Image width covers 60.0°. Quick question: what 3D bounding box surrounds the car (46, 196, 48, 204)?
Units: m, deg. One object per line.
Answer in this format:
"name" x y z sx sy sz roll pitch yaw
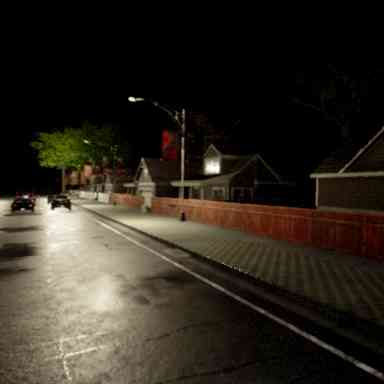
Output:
"car" -18.565 0.921 45.062 1.882 1.535 5.008 0 1 -25

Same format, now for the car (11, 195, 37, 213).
"car" -15.616 1.191 30.948 1.895 1.301 4.718 0 1 -24

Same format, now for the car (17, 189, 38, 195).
"car" -20.735 0.669 41.874 2.150 2.045 5.566 0 1 -24

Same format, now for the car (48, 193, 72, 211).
"car" -13.523 1.094 34.301 1.837 1.490 4.892 0 1 -25
